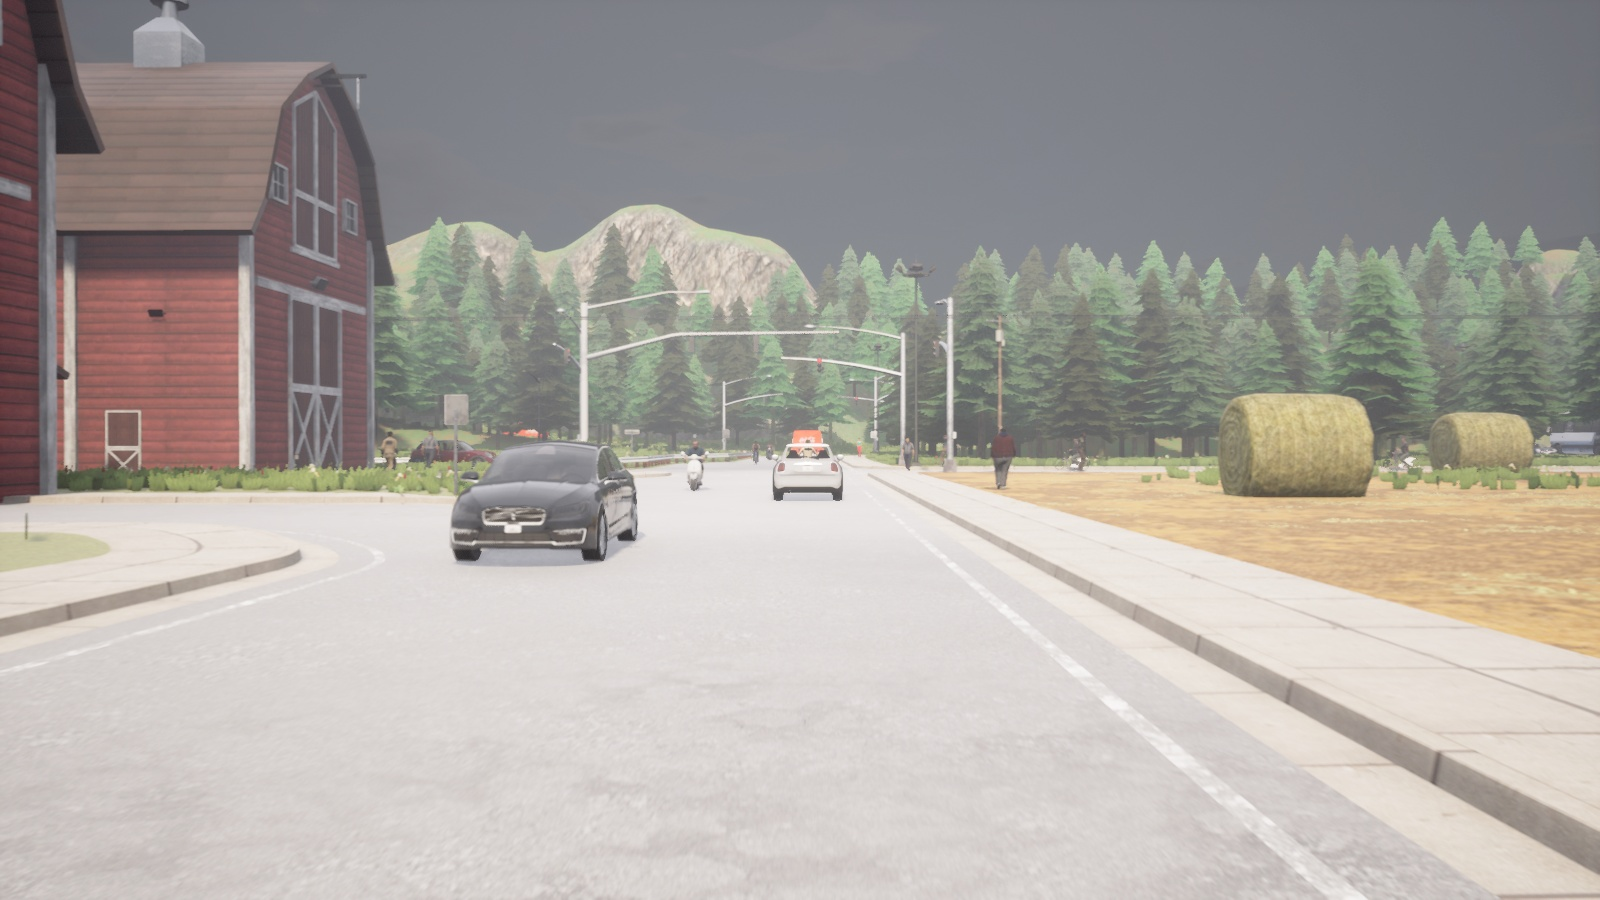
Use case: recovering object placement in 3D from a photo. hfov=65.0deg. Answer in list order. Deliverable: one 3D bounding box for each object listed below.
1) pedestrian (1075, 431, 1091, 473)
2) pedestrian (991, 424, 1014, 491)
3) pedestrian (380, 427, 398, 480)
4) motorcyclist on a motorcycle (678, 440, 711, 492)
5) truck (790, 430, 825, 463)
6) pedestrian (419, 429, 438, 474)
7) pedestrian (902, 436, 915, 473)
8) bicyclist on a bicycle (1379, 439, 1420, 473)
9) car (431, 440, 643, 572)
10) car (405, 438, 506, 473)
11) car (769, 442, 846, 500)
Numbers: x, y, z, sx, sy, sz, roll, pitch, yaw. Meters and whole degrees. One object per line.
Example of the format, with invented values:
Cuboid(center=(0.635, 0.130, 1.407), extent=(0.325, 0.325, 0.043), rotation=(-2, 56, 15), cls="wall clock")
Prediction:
Cuboid(center=(13.078, 0.093, 58.061), extent=(0.692, 1.930, 0.395), rotation=(0, 0, 4), cls="pedestrian")
Cuboid(center=(5.723, 0.205, 35.500), extent=(0.634, 1.844, 0.899), rotation=(0, 0, 8), cls="pedestrian")
Cuboid(center=(-15.051, 0.117, 45.987), extent=(0.396, 1.930, 0.692), rotation=(0, 0, 1), cls="pedestrian")
Cuboid(center=(-3.263, 0.478, 38.995), extent=(0.866, 1.590, 1.817), rotation=(0, 0, 0), cls="motorcyclist on a motorcycle")
Cuboid(center=(0.592, -0.288, 97.659), extent=(2.627, 2.467, 5.204), rotation=(0, 0, 1), cls="truck")
Cuboid(center=(-15.290, 0.046, 51.730), extent=(0.540, 1.848, 0.694), rotation=(0, 0, 5), cls="pedestrian")
Cuboid(center=(5.421, 0.212, 62.864), extent=(0.540, 1.848, 0.694), rotation=(0, 0, 14), cls="pedestrian")
Cuboid(center=(31.738, 0.294, 66.536), extent=(1.843, 1.776, 0.659), rotation=(0, 0, 1), cls="bicyclist on a bicycle")
Cuboid(center=(-3.384, 0.637, 17.132), extent=(1.837, 1.490, 4.892), rotation=(0, 1, 0), cls="car")
Cuboid(center=(-17.574, 0.256, 64.208), extent=(4.553, 1.767, 2.097), rotation=(0, 0, 1), cls="car")
Cuboid(center=(0.209, 0.520, 34.080), extent=(1.970, 1.475, 3.806), rotation=(0, 0, 0), cls="car")
